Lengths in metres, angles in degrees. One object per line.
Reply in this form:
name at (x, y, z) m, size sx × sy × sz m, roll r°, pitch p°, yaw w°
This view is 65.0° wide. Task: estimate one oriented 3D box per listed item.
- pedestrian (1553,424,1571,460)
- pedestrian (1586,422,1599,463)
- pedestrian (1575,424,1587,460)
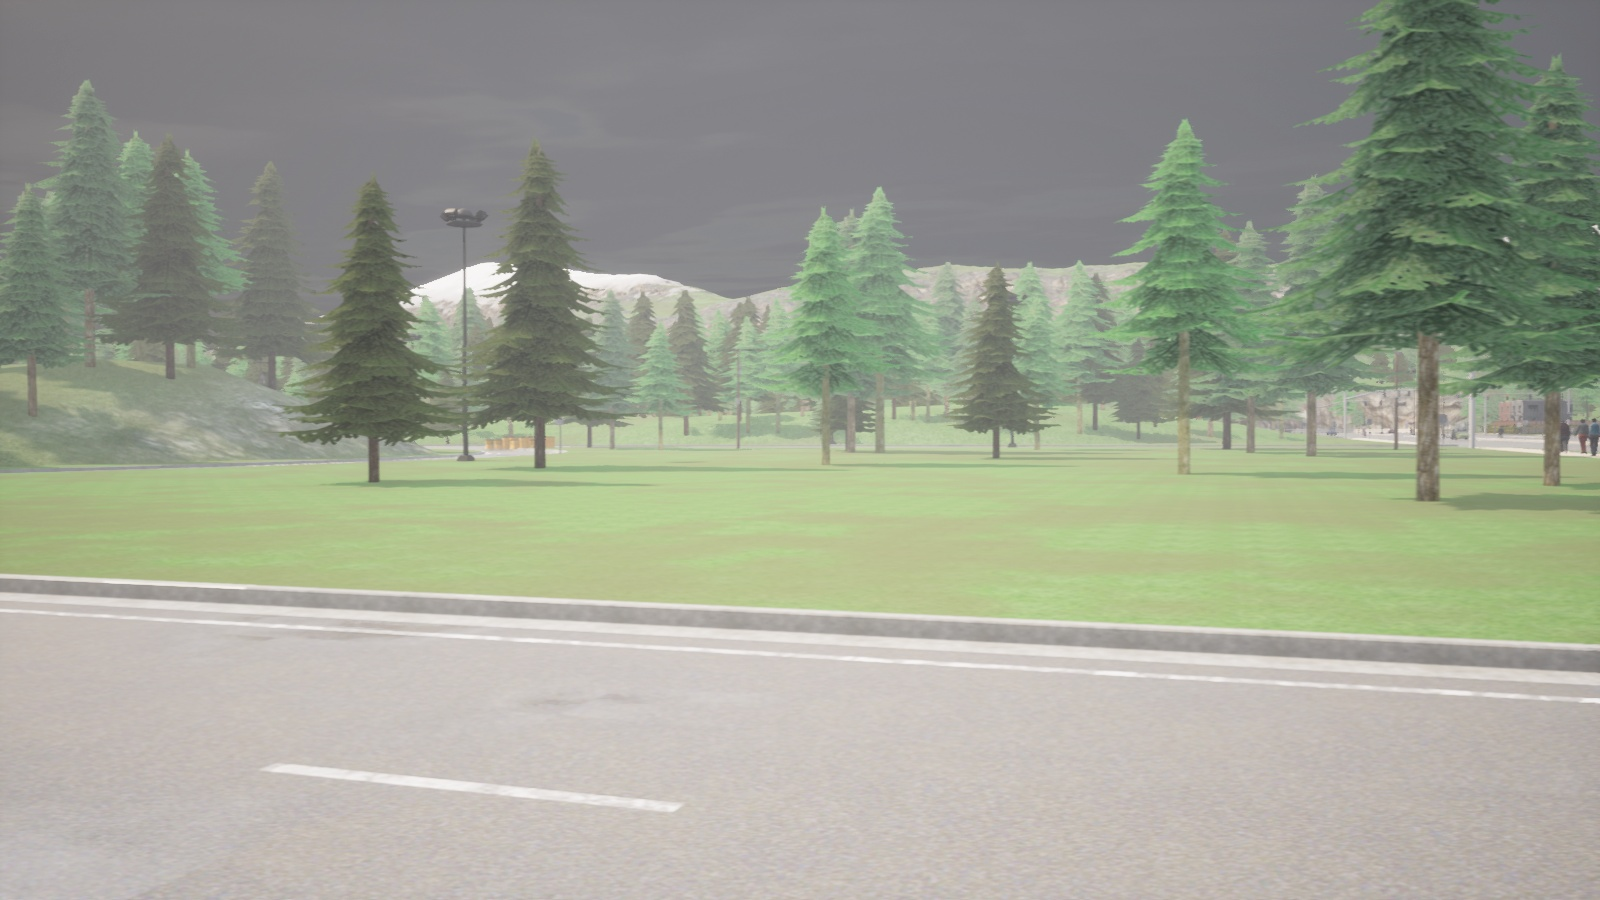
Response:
pedestrian at (39.730, -0.434, 65.487) m, size 0.634 × 1.844 × 0.899 m, roll 1°, pitch 1°, yaw 19°
pedestrian at (37.957, -0.355, 60.132) m, size 0.396 × 1.930 × 0.692 m, roll 1°, pitch 1°, yaw 21°
pedestrian at (40.503, -0.425, 65.119) m, size 0.353 × 1.847 × 0.614 m, roll 1°, pitch 1°, yaw 19°
